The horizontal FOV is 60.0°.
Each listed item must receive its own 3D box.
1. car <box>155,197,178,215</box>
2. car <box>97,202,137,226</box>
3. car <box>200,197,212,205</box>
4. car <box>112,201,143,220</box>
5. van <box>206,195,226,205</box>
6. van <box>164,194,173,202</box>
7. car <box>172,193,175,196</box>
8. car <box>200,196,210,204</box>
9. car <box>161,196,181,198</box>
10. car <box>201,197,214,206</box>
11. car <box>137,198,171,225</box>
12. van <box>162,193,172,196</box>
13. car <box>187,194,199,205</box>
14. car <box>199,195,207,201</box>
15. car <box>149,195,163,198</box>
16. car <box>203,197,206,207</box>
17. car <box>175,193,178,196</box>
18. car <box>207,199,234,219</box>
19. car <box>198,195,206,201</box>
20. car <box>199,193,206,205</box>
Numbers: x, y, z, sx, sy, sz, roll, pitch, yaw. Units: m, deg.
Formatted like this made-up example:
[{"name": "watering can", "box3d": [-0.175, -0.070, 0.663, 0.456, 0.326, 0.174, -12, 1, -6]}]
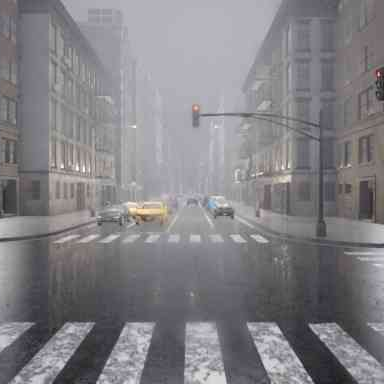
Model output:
[{"name": "car", "box3d": [-2.859, 1.544, 34.191, 2.033, 1.411, 5.357, 0, 0, 0]}, {"name": "car", "box3d": [-5.401, 1.549, 23.398, 2.008, 1.369, 4.403, 0, 0, 0]}, {"name": "car", "box3d": [2.621, 1.546, 61.246, 2.008, 1.369, 4.403, 0, 0, 0]}, {"name": "car", "box3d": [-5.408, 1.523, 28.634, 1.752, 1.417, 4.829, 0, 0, 0]}, {"name": "van", "box3d": [2.625, 1.338, 34.215, 1.690, 1.788, 3.998, 0, 0, 0]}, {"name": "van", "box3d": [-5.474, 1.336, 77.460, 1.690, 1.788, 3.998, 0, 0, 0]}, {"name": "car", "box3d": [-5.467, 1.310, 72.053, 2.192, 1.841, 5.009, 0, 0, 0]}, {"name": "car", "box3d": [2.620, 1.521, 66.821, 1.752, 1.417, 4.829, 0, 0, 0]}, {"name": "car", "box3d": [-2.856, 1.560, 44.202, 1.994, 1.385, 4.181, 0, 0, 0]}, {"name": "car", "box3d": [2.621, 1.562, 55.840, 1.947, 1.339, 4.313, 0, 0, 0]}, {"name": "car", "box3d": [-2.864, 1.475, 24.312, 1.882, 1.535, 5.008, 0, 0, 0]}, {"name": "van", "box3d": [-5.460, 1.337, 66.647, 1.690, 1.788, 3.998, 0, 0, 0]}, {"name": "car", "box3d": [0.073, 1.501, 56.970, 1.837, 1.490, 4.892, 0, 0, 0]}, {"name": "car", "box3d": [2.617, 1.539, 82.871, 1.887, 1.381, 4.507, 0, 0, 0]}, {"name": "car", "box3d": [-5.430, 1.436, 45.023, 1.967, 1.590, 4.097, 0, 0, 0]}, {"name": "car", "box3d": [2.624, 1.578, 39.621, 1.802, 1.307, 4.206, 0, 0, 0]}, {"name": "car", "box3d": [-5.489, 1.545, 88.273, 2.008, 1.369, 4.403, 0, 0, 0]}, {"name": "car", "box3d": [2.626, 1.548, 28.809, 2.008, 1.369, 4.403, 0, 0, 0]}, {"name": "car", "box3d": [2.616, 1.560, 88.277, 1.947, 1.339, 4.313, 0, 0, 0]}, {"name": "car", "box3d": [2.623, 1.311, 50.434, 2.192, 1.841, 5.009, 0, 0, 0]}]
